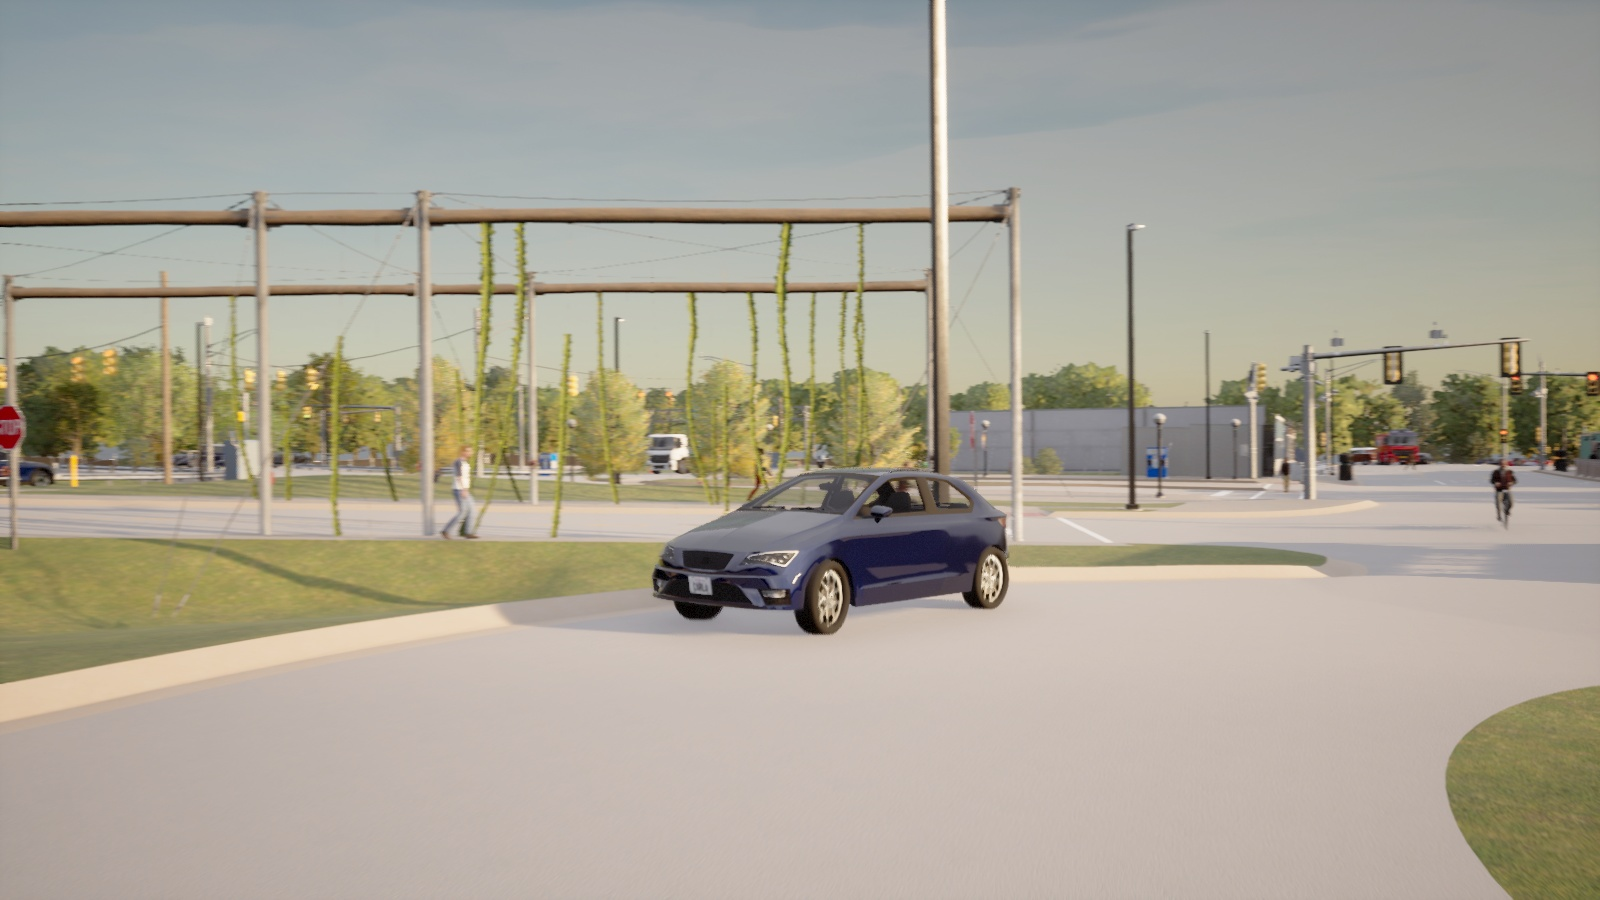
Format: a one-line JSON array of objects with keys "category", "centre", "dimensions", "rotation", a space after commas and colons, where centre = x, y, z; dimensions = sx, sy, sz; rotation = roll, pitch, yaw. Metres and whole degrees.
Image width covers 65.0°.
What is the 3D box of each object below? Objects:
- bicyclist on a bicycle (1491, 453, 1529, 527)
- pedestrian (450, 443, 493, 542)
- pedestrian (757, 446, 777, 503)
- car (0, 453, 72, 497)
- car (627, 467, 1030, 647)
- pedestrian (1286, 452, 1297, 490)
[{"category": "bicyclist on a bicycle", "centre": [17.558, 0.963, 31.079], "dimensions": [0.659, 1.776, 1.843], "rotation": [-1, 0, 25]}, {"category": "pedestrian", "centre": [-6.200, 0.792, 23.709], "dimensions": [0.706, 1.836, 0.354], "rotation": [-1, 1, -4]}, {"category": "pedestrian", "centre": [-1.068, 0.803, 41.083], "dimensions": [0.614, 1.847, 0.353], "rotation": [-1, 1, -3]}, {"category": "car", "centre": [-30.951, 0.972, 48.338], "dimensions": [2.033, 1.649, 4.856], "rotation": [-1, -1, 23]}, {"category": "car", "centre": [0.453, 0.913, 12.573], "dimensions": [1.816, 1.474, 4.193], "rotation": [0, -1, 40]}, {"category": "pedestrian", "centre": [24.299, 1.022, 62.107], "dimensions": [0.431, 1.840, 0.703], "rotation": [-1, 1, 25]}]
